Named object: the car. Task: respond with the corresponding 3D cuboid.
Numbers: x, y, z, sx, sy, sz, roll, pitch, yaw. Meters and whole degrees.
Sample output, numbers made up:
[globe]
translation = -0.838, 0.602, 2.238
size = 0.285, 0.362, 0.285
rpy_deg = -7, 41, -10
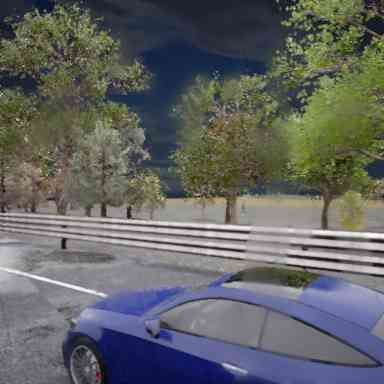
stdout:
[car]
translation = 0.613, 1.542, 3.432
size = 4.674, 1.442, 1.812
rpy_deg = -1, 0, 36
